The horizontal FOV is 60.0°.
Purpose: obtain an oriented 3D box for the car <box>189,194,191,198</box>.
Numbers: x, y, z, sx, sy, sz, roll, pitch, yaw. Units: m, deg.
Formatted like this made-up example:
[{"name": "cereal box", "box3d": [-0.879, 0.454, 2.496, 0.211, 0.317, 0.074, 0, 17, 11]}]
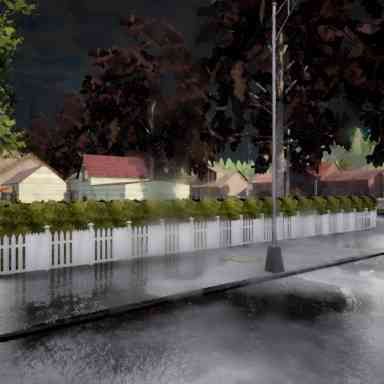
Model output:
[{"name": "car", "box3d": [-2.191, 1.221, 57.456, 2.150, 2.045, 5.566, 0, 0, -35]}]
